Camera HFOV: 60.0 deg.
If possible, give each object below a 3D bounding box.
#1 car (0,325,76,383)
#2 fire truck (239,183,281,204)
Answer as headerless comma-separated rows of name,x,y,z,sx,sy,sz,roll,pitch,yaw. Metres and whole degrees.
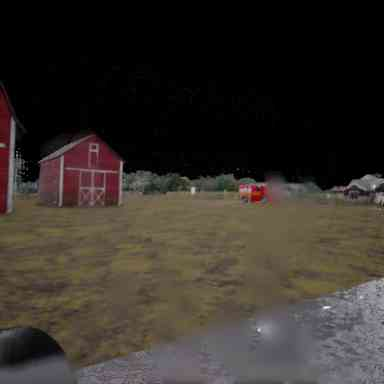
car,-2.903,1.468,1.000,5.008,1.535,1.882,0,0,-36
fire truck,12.968,0.232,64.239,2.891,3.827,8.468,3,-1,-35
